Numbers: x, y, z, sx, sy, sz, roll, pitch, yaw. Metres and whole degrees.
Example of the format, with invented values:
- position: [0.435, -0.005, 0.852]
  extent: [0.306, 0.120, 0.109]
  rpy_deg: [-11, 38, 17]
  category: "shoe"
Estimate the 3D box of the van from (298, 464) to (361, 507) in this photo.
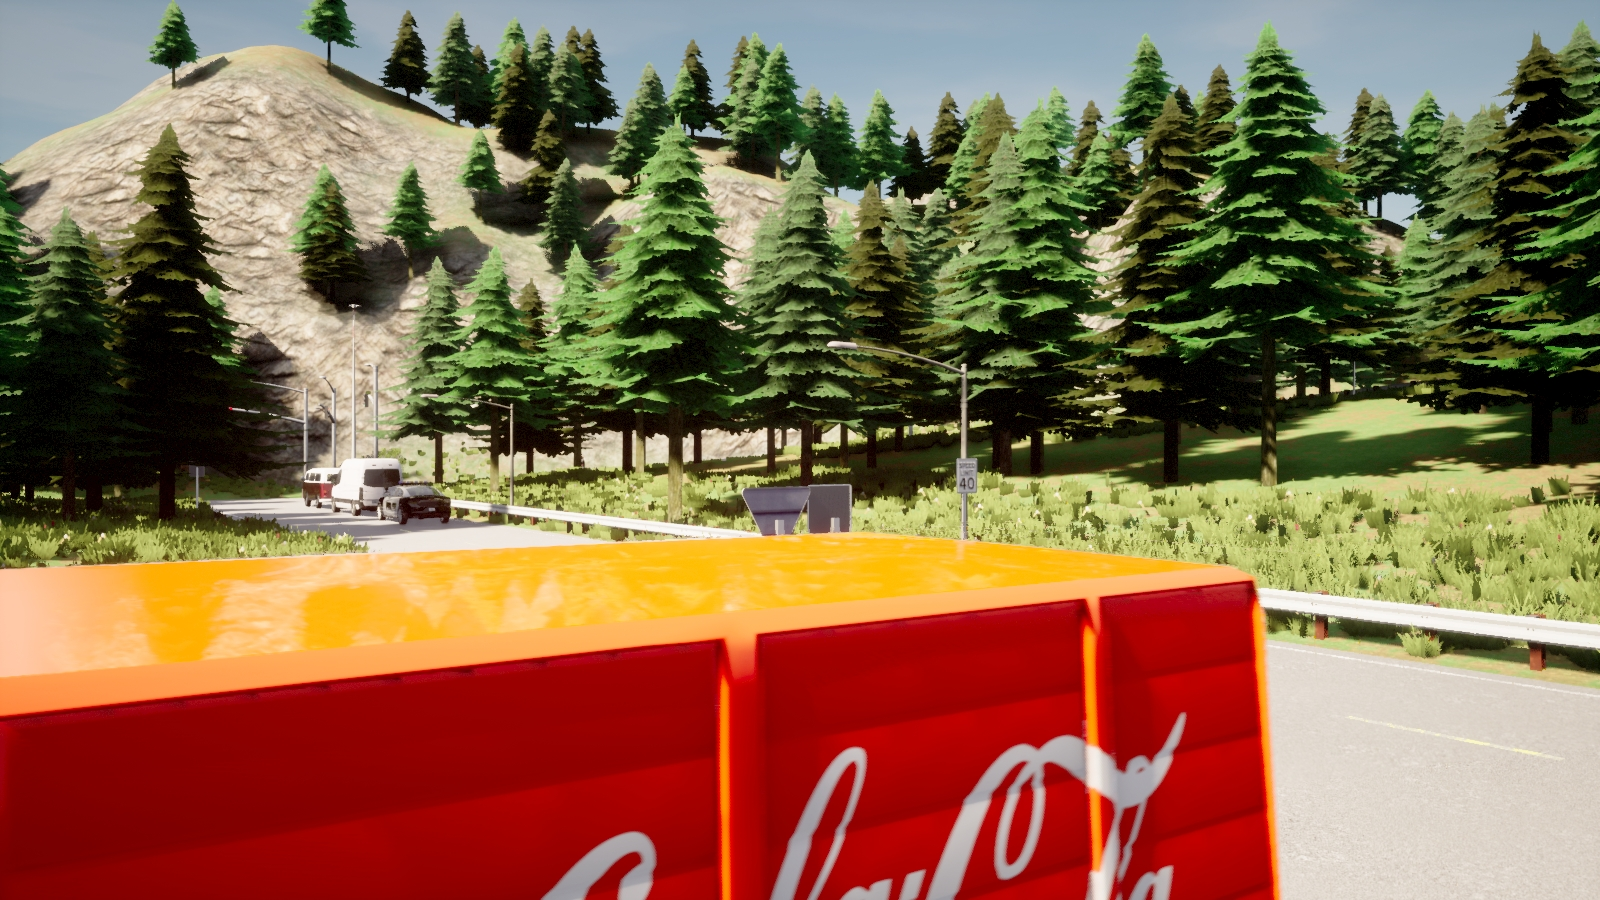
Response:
- position: [-24.143, 1.782, 58.581]
  extent: [2.069, 2.038, 4.480]
  rpy_deg: [0, 0, -35]
  category: "van"

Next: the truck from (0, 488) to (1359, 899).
- position: [-1.239, 1.426, 2.970]
  extent: [5.204, 2.467, 2.627]
  rpy_deg: [0, 0, -35]
  category: "truck"

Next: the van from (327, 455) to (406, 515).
- position: [-20.079, 1.534, 52.765]
  extent: [1.988, 2.561, 5.915]
  rpy_deg: [0, 0, -35]
  category: "van"

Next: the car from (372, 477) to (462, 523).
- position: [-15.723, 1.982, 46.760]
  extent: [2.097, 1.638, 5.238]
  rpy_deg: [0, 0, -35]
  category: "car"
